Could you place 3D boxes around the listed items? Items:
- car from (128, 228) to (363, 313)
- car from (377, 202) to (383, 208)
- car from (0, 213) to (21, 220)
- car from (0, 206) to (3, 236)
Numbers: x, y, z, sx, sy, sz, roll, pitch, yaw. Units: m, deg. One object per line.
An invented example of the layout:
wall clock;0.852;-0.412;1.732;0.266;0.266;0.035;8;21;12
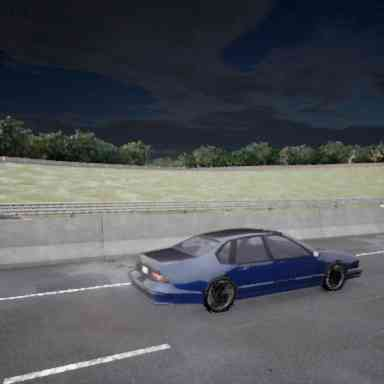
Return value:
car;1.339;1.543;7.513;5.357;1.411;2.033;0;0;-26
car;23.338;1.432;38.024;4.902;1.511;2.128;-1;0;-26
car;-9.170;1.564;14.278;4.181;1.385;1.994;0;0;-26
car;-12.310;1.507;16.636;4.892;1.490;1.837;0;0;-26
